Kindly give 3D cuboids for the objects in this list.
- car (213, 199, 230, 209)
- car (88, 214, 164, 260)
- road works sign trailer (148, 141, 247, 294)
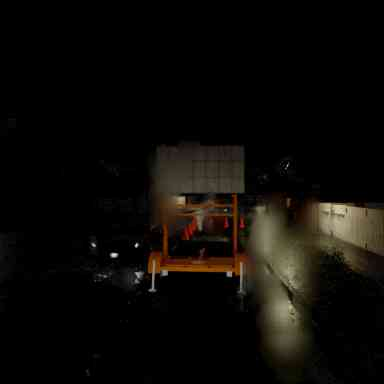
[{"bbox_3d":[4.324,1.696,48.225,1.895,1.301,4.718,0,0,13],"label":"car"},{"bbox_3d":[-2.191,1.561,12.896,2.033,1.411,5.357,0,0,5],"label":"car"},{"bbox_3d":[0.228,0.470,8.849,2.380,3.560,2.880,0,0,5],"label":"road works sign trailer"}]
